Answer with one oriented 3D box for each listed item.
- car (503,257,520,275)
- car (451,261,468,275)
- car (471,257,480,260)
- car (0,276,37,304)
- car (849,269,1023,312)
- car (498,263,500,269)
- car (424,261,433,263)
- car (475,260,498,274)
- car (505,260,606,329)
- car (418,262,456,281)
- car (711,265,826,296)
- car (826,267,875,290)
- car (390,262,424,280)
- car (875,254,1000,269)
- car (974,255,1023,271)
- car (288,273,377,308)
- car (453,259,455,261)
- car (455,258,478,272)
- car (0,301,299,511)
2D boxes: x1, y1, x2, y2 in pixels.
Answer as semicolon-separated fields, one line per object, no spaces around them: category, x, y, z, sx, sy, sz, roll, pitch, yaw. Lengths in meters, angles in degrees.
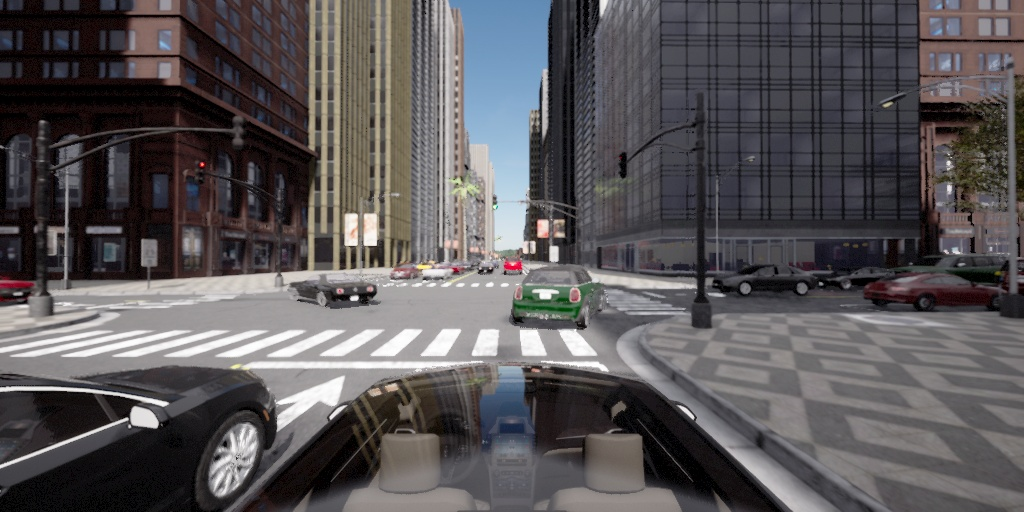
car;0.096;1.120;42.928;2.150;2.045;5.566;0;-1;0
car;-6.578;1.493;41.219;1.895;1.301;4.718;0;0;0
car;-6.506;1.224;61.756;2.150;2.045;5.566;0;0;0
car;-23.208;1.332;15.095;5.008;1.535;1.882;0;-1;1
car;15.316;1.259;13.069;4.207;1.307;1.802;0;0;-1
car;-3.249;1.570;64.988;2.033;1.411;5.357;0;0;0
car;-9.820;1.375;42.454;1.882;1.535;5.008;0;0;0
car;-3.156;1.510;44.907;1.895;1.301;4.718;0;0;0
car;1.687;1.085;11.610;2.097;1.767;4.553;0;0;22
car;-6.598;1.452;32.055;1.895;1.301;4.718;0;0;0
car;13.104;1.243;18.809;4.892;1.490;1.837;0;-1;-1
car;20.825;1.304;21.681;4.313;1.339;1.948;0;0;-1
car;-9.841;1.382;33.316;1.812;1.442;4.674;0;0;-3
car;23.144;0.927;18.974;5.566;2.045;2.150;0;-1;-2
car;20.955;0.973;13.157;5.009;1.841;2.192;0;0;-1
car;-7.865;1.379;15.464;4.718;1.301;1.895;0;-1;40
car;-9.756;1.549;52.175;1.895;1.301;4.718;0;0;0
car;-6.505;1.435;51.360;2.128;1.511;4.902;0;0;0
car;-3.147;1.254;1.438;1.837;1.490;4.892;0;0;0
